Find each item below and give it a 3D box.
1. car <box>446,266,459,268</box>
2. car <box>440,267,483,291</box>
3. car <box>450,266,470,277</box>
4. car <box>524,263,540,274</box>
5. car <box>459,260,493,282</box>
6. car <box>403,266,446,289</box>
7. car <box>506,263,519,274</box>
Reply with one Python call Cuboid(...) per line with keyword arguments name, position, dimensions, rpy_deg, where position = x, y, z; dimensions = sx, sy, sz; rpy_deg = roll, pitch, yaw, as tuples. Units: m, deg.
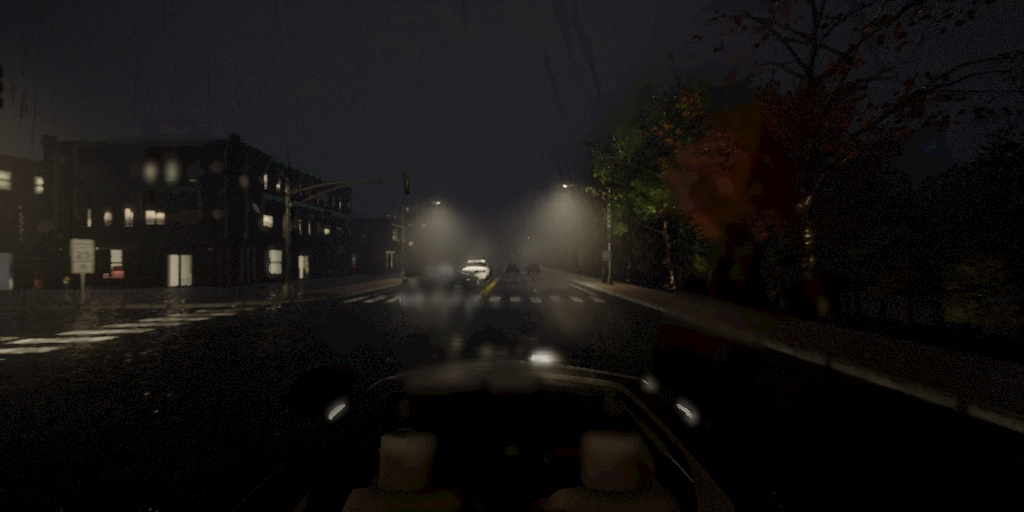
Cuboid(name="car", position=(-6.607, 1.764, 36.382), dimensions=(2.033, 1.411, 5.357), rpy_deg=(0, -1, 0))
Cuboid(name="car", position=(-3.355, 1.661, 24.685), dimensions=(1.895, 1.301, 4.718), rpy_deg=(0, -1, 0))
Cuboid(name="car", position=(-6.599, 1.951, 46.382), dimensions=(1.895, 1.301, 4.718), rpy_deg=(0, -1, 0))
Cuboid(name="car", position=(3.341, 1.959, 56.215), dimensions=(1.882, 1.535, 5.008), rpy_deg=(0, -1, 0))
Cuboid(name="car", position=(-3.355, 1.412, 34.450), dimensions=(2.150, 2.045, 5.566), rpy_deg=(0, -1, 0))
Cuboid(name="car", position=(-6.605, 1.577, 26.612), dimensions=(2.128, 1.511, 4.902), rpy_deg=(0, -1, 0))
Cuboid(name="car", position=(0.090, 1.967, 56.802), dimensions=(1.882, 1.535, 5.008), rpy_deg=(0, -1, 0))
